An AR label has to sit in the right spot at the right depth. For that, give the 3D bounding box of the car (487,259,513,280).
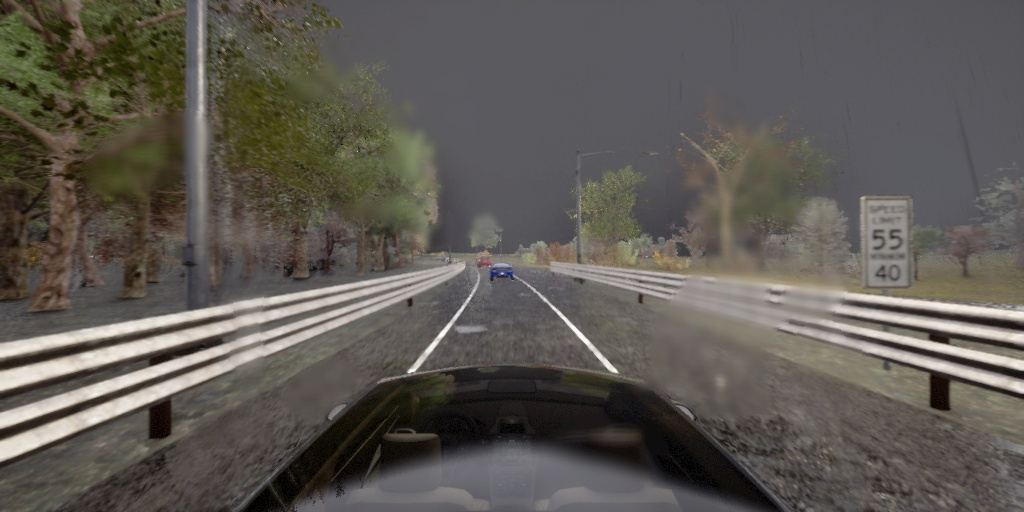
[{"bbox_3d":[-0.991,1.243,31.247,1.882,1.535,5.008,0,0,-5],"label":"car"}]

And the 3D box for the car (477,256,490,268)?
[{"bbox_3d":[-5.066,1.002,64.373,2.150,2.045,5.566,0,0,-10],"label":"car"}]
